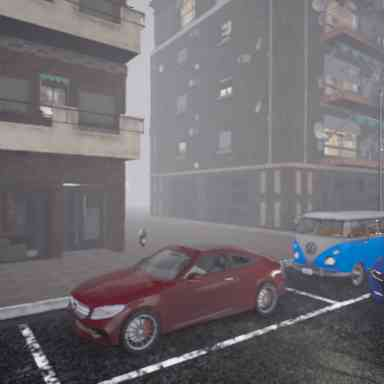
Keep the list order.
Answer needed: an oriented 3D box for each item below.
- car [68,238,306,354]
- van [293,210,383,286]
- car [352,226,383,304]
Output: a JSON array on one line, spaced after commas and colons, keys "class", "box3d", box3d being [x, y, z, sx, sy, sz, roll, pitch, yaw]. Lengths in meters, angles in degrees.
[{"class": "car", "box3d": [-0.027, 1.615, 6.080, 4.206, 1.307, 1.802, 1, 0, -36]}, {"class": "van", "box3d": [4.528, 1.428, 9.331, 3.998, 1.788, 1.690, 1, 0, -36]}, {"class": "car", "box3d": [5.775, 1.562, 7.183, 5.008, 1.535, 1.882, 1, -1, -35]}]
